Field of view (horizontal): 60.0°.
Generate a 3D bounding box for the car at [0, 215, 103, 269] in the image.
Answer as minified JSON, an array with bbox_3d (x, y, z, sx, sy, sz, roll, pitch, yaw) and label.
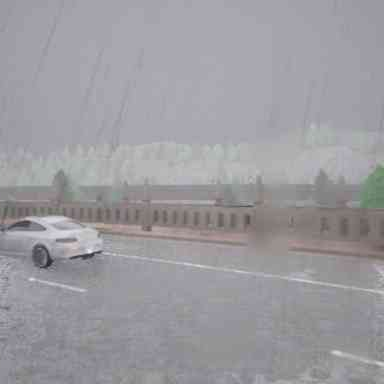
[{"bbox_3d":[-5.015,1.502,10.976,4.674,1.442,1.812,0,0,30],"label":"car"}]
